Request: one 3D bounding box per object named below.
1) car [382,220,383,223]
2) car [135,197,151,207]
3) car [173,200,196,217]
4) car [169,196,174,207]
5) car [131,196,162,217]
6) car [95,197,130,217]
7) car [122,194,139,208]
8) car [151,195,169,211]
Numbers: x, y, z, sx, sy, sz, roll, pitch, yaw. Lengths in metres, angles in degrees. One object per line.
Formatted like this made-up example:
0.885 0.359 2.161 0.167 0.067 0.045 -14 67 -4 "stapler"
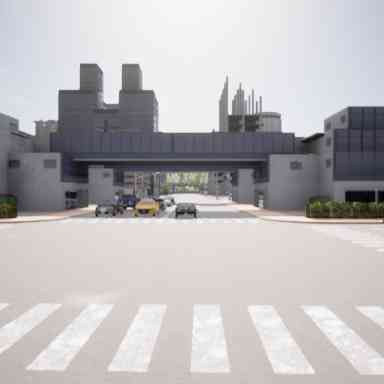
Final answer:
14.980 1.557 20.702 5.357 1.411 2.033 0 0 2 "car"
-7.713 1.524 52.783 1.812 1.442 4.674 0 0 0 "car"
-0.547 1.606 31.479 1.895 1.301 4.718 0 0 0 "car"
-4.231 1.524 51.503 1.812 1.442 4.674 0 0 0 "car"
-4.250 1.483 31.822 1.882 1.535 5.008 0 0 0 "car"
-7.797 1.497 31.794 2.128 1.511 4.902 0 0 2 "car"
-7.749 1.223 41.705 2.150 2.045 5.566 0 0 0 "car"
-4.250 1.507 41.256 1.837 1.490 4.892 0 0 0 "car"
